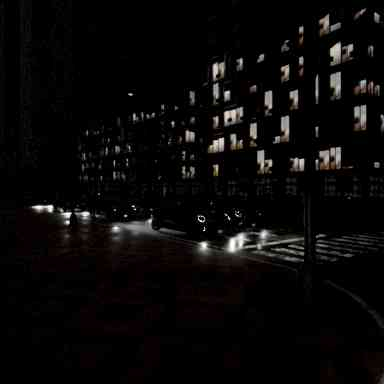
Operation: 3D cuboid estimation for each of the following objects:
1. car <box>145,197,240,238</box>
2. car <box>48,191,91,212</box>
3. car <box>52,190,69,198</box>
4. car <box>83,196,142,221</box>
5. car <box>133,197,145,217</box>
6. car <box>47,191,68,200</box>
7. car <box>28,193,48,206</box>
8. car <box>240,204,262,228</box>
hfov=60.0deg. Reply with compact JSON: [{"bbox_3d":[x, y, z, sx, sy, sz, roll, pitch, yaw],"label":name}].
[{"bbox_3d":[-0.131,1.124,16.456,2.097,1.767,4.553,0,1,-38],"label":"car"},{"bbox_3d":[-11.435,0.943,30.782,1.837,1.490,4.892,0,1,-38],"label":"car"},{"bbox_3d":[-25.607,0.296,64.901,1.812,1.442,4.674,0,1,-38],"label":"car"},{"bbox_3d":[-5.709,1.208,23.514,1.895,1.301,4.718,0,1,-38],"label":"car"},{"bbox_3d":[-4.022,1.126,26.621,2.033,1.411,5.357,0,1,-38],"label":"car"},{"bbox_3d":[-22.630,0.541,55.854,1.895,1.301,4.718,0,1,-38],"label":"car"},{"bbox_3d":[-17.637,0.817,38.719,1.994,1.385,4.181,0,1,-37],"label":"car"},{"bbox_3d":[1.855,1.104,19.187,2.097,1.767,4.553,0,1,-38],"label":"car"}]
